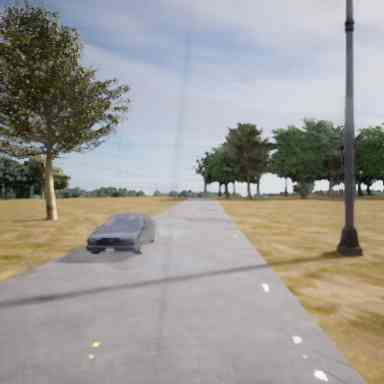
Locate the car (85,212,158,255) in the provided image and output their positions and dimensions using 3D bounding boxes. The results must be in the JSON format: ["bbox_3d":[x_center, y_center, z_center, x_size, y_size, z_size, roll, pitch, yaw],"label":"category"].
[{"bbox_3d":[-2.583,1.551,13.623,2.033,1.411,5.357,0,0,3],"label":"car"}]
